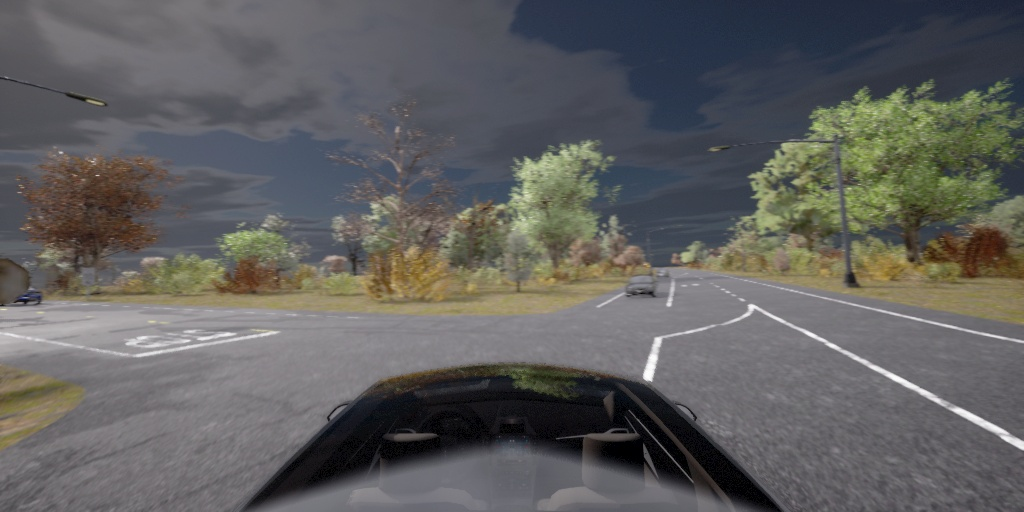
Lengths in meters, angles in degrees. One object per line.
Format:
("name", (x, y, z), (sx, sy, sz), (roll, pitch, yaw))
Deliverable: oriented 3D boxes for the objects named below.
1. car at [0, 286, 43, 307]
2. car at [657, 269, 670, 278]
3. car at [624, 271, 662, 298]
("car", (-39.693, 3.144, 28.655), (5.008, 1.535, 1.882), (-2, -2, 25))
("car", (24.611, 2.876, 58.613), (2.128, 1.511, 4.902), (-5, -3, 28))
("car", (8.972, 2.040, 24.705), (1.837, 1.490, 4.892), (-4, -3, 25))
